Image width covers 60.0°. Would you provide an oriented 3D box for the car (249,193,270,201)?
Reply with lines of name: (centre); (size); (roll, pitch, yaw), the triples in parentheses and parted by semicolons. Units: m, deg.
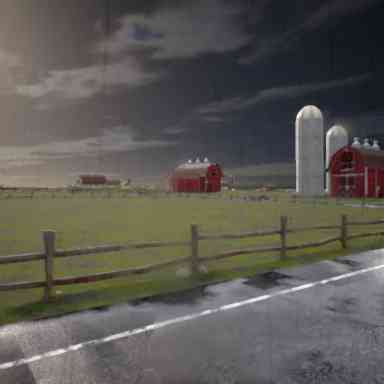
car: (12.847, 0.956, 63.423); (1.994, 1.385, 4.181); (-1, 1, -35)
